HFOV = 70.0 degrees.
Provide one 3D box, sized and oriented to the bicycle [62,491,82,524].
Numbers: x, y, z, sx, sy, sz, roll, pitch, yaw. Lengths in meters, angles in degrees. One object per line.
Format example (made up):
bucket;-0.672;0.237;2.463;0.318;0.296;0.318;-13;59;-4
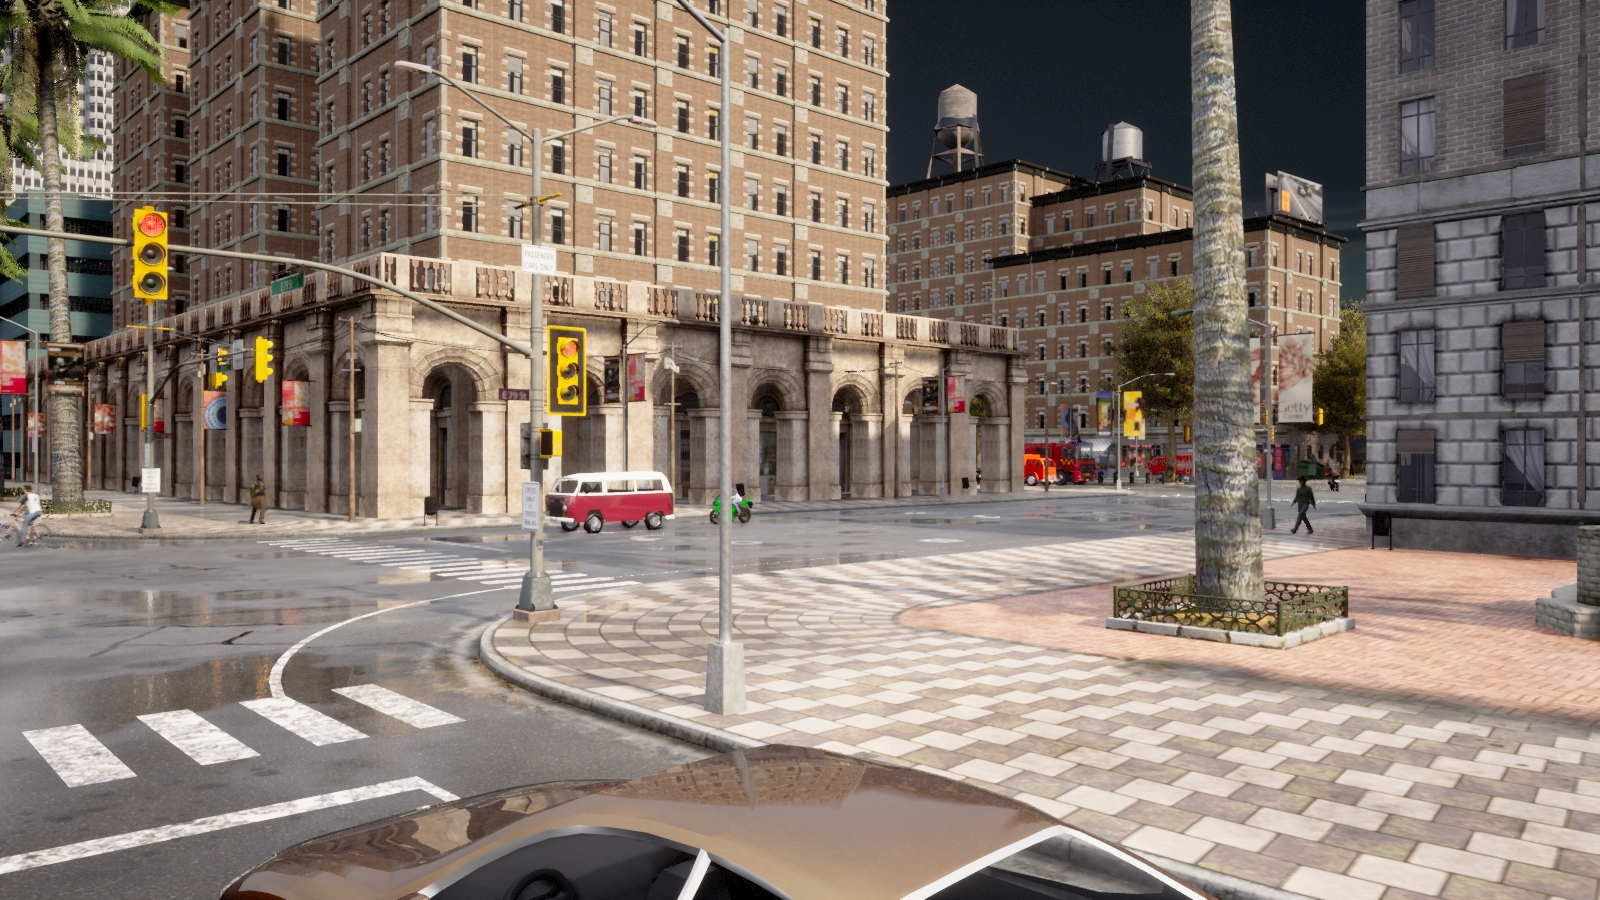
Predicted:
bicycle;-28.285;2.206;44.372;0.373;1.196;1.643;0;0;-42

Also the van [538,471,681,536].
van;-6.553;1.782;39.554;4.480;2.038;2.069;0;0;-42

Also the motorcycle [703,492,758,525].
motorcycle;-2.608;2.213;43.140;2.033;1.145;0.803;0;0;-43

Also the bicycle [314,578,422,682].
bicycle;-5.519;2.256;14.550;0.859;1.080;1.487;2;-1;-37

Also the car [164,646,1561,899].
car;-0.308;1.992;4.309;5.027;1.651;2.152;0;0;42

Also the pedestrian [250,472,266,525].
pedestrian;-19.060;1.697;40.188;0.375;1.860;0.375;0;0;39

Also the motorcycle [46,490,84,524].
motorcycle;-28.682;2.205;44.576;0.867;1.251;2.209;0;0;-42

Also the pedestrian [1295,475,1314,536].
pedestrian;15.586;1.697;35.299;0.375;1.860;0.375;0;0;-29
